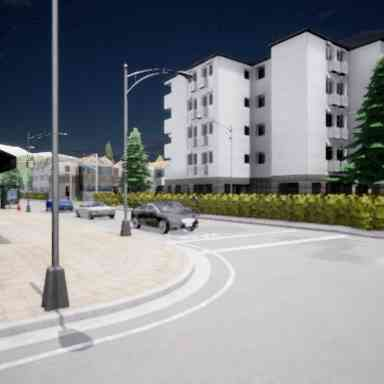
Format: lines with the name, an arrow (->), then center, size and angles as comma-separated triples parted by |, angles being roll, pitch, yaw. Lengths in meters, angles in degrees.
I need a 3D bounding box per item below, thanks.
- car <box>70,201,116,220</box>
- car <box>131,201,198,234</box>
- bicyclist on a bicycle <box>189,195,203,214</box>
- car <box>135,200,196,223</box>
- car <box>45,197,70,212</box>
car -> -7.675, 1.415, 26.149 | 1.895, 1.301, 4.718 | 0, 0, -36
car -> -1.606, 1.306, 17.894 | 2.128, 1.511, 4.902 | 0, 0, -36
bicyclist on a bicycle -> 0.243, 1.107, 28.008 | 1.656, 1.620, 0.582 | 0, 0, -36
car -> -2.108, 1.358, 24.884 | 2.033, 1.411, 5.357 | 0, 0, -37
car -> -13.781, 1.292, 34.484 | 1.882, 1.535, 5.008 | 0, 0, -36
